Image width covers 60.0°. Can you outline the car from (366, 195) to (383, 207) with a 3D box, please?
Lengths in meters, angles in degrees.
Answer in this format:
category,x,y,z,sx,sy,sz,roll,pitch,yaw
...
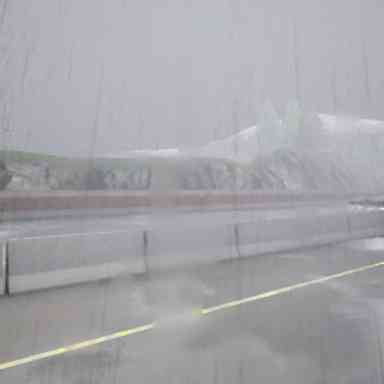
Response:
category,x,y,z,sx,sy,sz,roll,pitch,yaw
car,25.536,1.172,44.045,5.008,1.535,1.882,0,0,-38

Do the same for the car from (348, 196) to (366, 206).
category,x,y,z,sx,sy,sz,roll,pitch,yaw
car,24.411,1.234,47.579,5.357,1.411,2.033,0,0,-39
